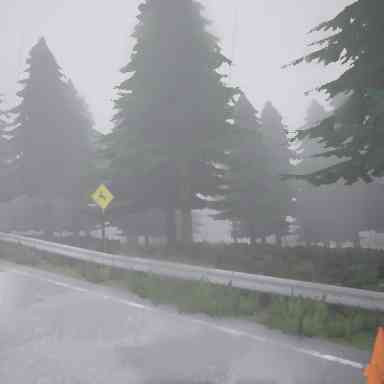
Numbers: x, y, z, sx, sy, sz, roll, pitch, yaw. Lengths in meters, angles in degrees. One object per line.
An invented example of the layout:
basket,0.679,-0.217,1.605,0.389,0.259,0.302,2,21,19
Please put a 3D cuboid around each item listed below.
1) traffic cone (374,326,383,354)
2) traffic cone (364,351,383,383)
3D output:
traffic cone,2.333,1.957,4.100,0.340,0.580,0.340,0,0,34
traffic cone,1.790,1.957,3.264,0.340,0.580,0.340,0,0,33
